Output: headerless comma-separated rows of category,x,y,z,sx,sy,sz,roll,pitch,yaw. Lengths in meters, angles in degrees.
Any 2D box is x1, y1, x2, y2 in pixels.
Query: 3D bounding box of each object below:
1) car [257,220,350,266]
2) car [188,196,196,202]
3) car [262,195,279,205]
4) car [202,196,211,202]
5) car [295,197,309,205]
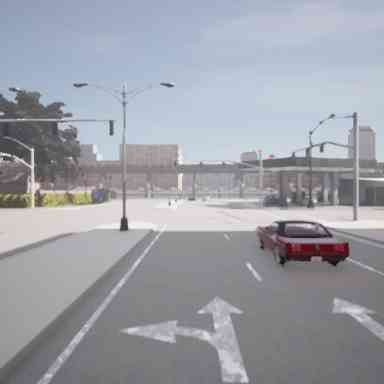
car,3.560,1.623,11.669,1.895,1.301,4.718,0,0,0
car,0.000,1.679,80.451,2.033,1.411,5.357,0,0,0
car,13.210,1.399,55.776,2.242,1.667,4.611,0,0,0
car,3.500,1.662,80.451,1.812,1.442,4.674,0,0,0
car,18.955,1.561,56.538,1.970,1.475,3.806,0,0,0
